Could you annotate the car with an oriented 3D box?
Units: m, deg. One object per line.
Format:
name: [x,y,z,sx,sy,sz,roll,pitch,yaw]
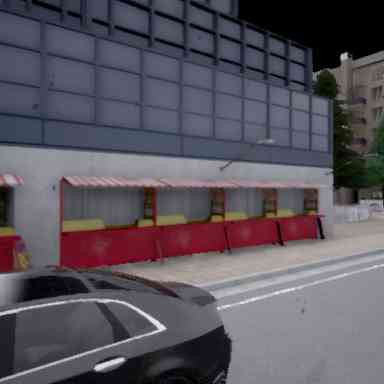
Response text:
car: [-1.863,1.505,2.641,4.892,1.490,1.837,0,0,-35]
